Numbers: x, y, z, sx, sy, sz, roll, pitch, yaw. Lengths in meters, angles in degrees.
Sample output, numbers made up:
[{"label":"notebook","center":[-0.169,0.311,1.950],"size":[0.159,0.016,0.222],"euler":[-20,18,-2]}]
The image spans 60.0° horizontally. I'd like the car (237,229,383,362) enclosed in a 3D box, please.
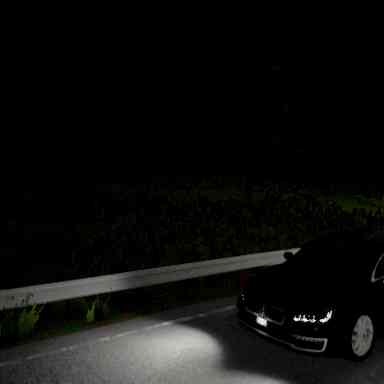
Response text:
[{"label":"car","center":[2.988,1.500,5.967],"size":[4.892,1.490,1.837],"euler":[-1,1,-34]}]
